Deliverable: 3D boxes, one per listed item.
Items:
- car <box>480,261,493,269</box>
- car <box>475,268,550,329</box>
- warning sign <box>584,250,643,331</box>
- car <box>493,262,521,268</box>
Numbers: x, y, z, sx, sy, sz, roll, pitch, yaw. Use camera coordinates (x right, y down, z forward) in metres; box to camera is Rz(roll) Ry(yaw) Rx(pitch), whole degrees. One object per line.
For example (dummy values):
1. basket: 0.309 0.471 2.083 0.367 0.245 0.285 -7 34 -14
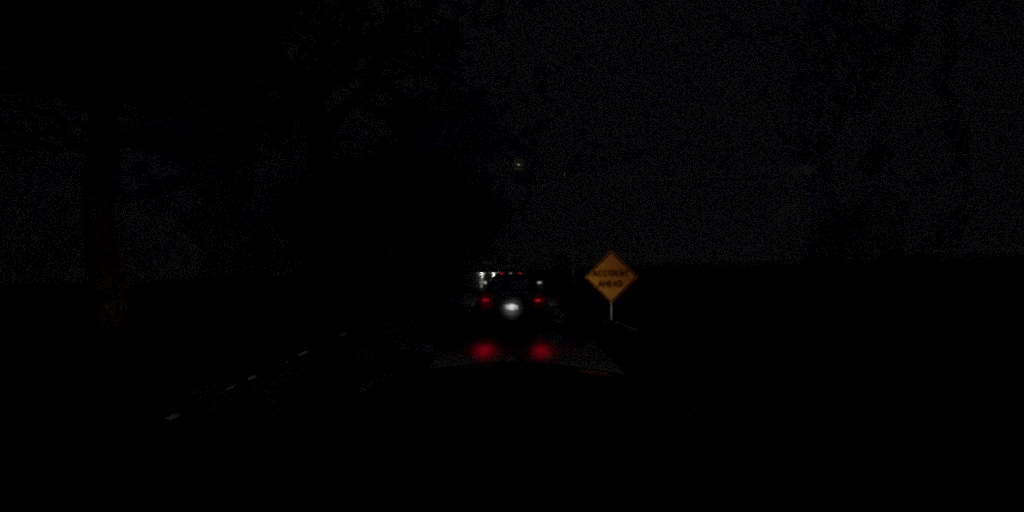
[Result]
1. car: -3.094 1.321 46.702 1.812 1.442 4.674 0 -1 0
2. car: 0.013 1.223 10.847 1.994 1.385 4.181 0 0 0
3. warning sign: 2.412 0.786 8.728 1.300 1.860 1.060 0 0 0
4. car: -0.074 1.193 26.116 2.033 1.411 5.357 0 0 0
